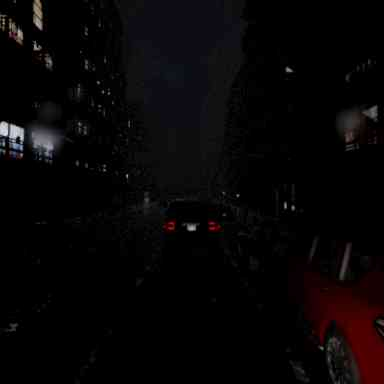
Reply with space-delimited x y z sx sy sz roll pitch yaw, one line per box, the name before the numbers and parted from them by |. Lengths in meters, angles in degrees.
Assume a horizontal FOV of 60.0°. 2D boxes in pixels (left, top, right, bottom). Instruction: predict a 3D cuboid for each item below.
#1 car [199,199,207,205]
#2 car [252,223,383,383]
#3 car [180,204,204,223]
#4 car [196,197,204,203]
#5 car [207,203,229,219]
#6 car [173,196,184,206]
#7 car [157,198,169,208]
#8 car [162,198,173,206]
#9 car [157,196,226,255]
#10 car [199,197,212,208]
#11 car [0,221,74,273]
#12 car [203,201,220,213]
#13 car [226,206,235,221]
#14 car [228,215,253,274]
car | 2.518 2.344 78.602 1.802 1.307 4.206 -1 -1 0
car | 2.518 1.362 4.971 2.192 1.841 5.009 -1 -1 0
car | -0.008 1.842 29.331 1.994 1.385 4.181 0 0 0
car | 2.217 2.274 94.224 2.097 1.767 4.553 0 -1 0
car | 2.507 1.861 33.289 1.887 1.381 4.507 -1 -1 0
car | -2.784 1.914 71.756 2.150 2.045 5.566 0 -1 0
car | -5.356 2.035 61.841 1.967 1.590 4.097 -1 -1 0
car | -5.361 2.148 73.144 1.967 1.590 4.097 -1 -1 0
car | -0.006 1.349 14.033 2.150 2.045 5.566 0 0 0
car | 2.512 1.907 61.612 2.192 1.841 5.009 -1 -1 0
car | -5.329 1.669 10.982 1.947 1.339 4.313 -1 -1 0
car | 2.501 1.977 44.618 2.008 1.369 4.403 -1 -1 0
car | 2.510 1.827 27.625 1.947 1.339 4.313 -1 -1 0
car | 2.518 1.651 10.633 2.008 1.369 4.403 -1 -1 0
